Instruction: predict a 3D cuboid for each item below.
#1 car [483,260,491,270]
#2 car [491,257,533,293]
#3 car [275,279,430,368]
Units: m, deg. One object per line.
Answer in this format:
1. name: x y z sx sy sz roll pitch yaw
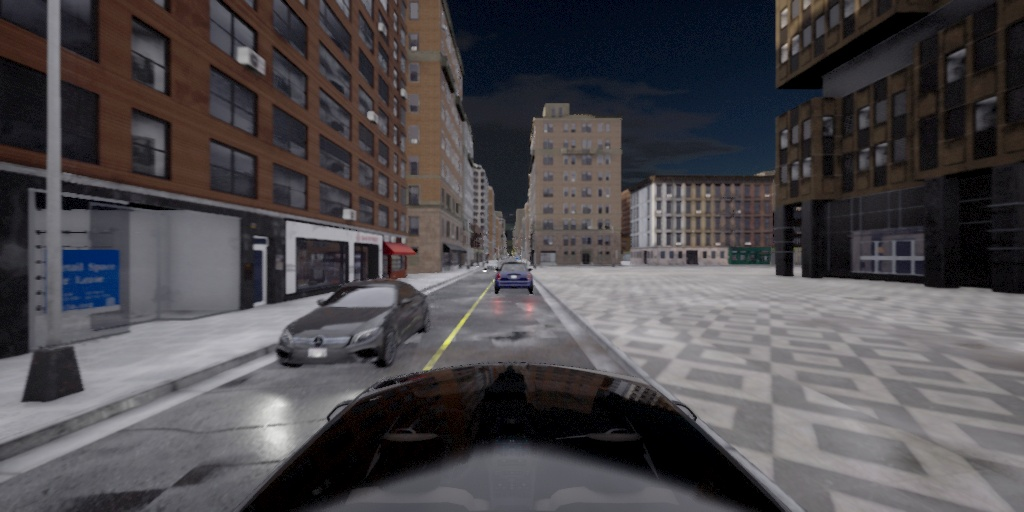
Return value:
1. car: -2.997 1.337 51.656 1.812 1.442 4.674 0 0 0
2. car: 0.101 1.111 20.901 2.097 1.767 4.553 0 0 0
3. car: -3.087 1.278 8.009 1.812 1.442 4.674 0 0 0
